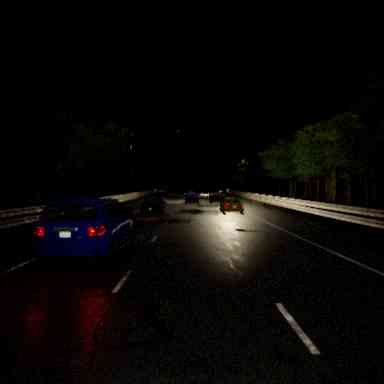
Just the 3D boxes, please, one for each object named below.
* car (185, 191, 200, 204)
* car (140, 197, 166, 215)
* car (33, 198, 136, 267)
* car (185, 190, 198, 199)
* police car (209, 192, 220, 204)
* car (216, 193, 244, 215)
[{"bbox_3d":[0.032,0.846,46.164,1.882,1.535,5.008,0,2,0],"label":"car"},{"bbox_3d":[-3.444,1.200,29.980,1.882,1.535,5.008,0,1,0],"label":"car"},{"bbox_3d":[-3.420,1.220,11.638,2.150,2.045,5.566,0,0,0],"label":"car"},{"bbox_3d":[-0.088,0.488,60.743,2.128,1.511,4.902,0,2,0],"label":"car"},{"bbox_3d":[3.444,0.758,47.678,1.930,1.638,5.238,0,2,0],"label":"police car"},{"bbox_3d":[3.545,1.171,30.339,1.801,1.575,5.366,0,1,0],"label":"car"}]
